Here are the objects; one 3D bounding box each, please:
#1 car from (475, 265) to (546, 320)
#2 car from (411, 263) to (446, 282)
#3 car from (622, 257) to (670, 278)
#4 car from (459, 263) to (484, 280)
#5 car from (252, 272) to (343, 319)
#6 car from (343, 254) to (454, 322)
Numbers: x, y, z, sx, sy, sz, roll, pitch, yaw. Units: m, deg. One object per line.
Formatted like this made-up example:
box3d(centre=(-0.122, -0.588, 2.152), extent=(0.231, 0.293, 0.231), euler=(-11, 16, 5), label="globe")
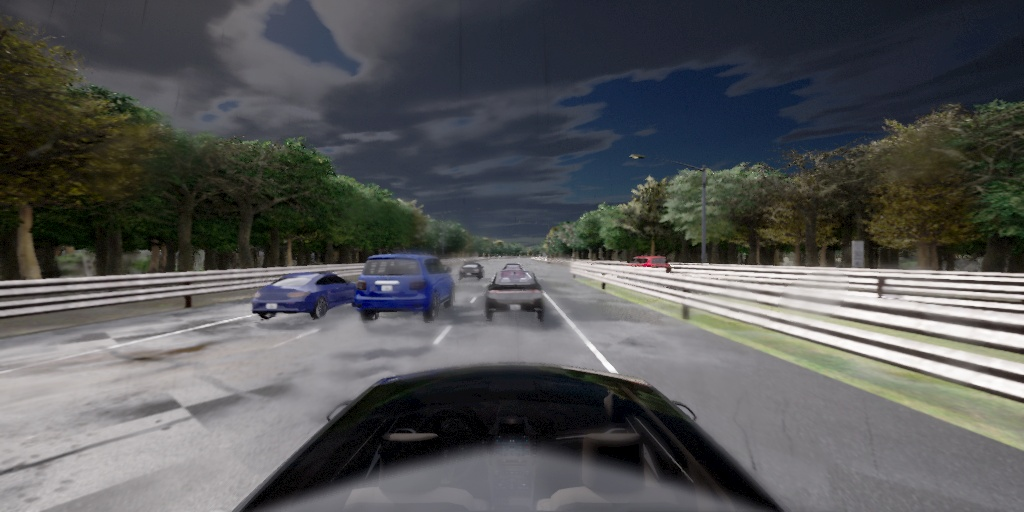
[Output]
box3d(centre=(0.096, 1.243, 12.567), extent=(2.128, 1.511, 4.902), euler=(0, 0, 0), label="car")
box3d(centre=(-6.911, 1.318, 30.234), extent=(1.994, 1.385, 4.181), euler=(0, 0, 0), label="car")
box3d(centre=(11.911, 1.067, 32.458), extent=(2.150, 2.045, 5.566), euler=(0, 0, -13), label="car")
box3d(centre=(-3.410, 1.280, 30.792), extent=(1.812, 1.442, 4.674), euler=(0, 0, 0), label="car")
box3d(centre=(-6.905, 1.277, 12.599), extent=(1.812, 1.442, 4.674), euler=(0, 0, 0), label="car")
box3d(centre=(-3.412, 0.973, 12.416), extent=(2.150, 2.045, 5.566), euler=(0, 0, 0), label="car")
